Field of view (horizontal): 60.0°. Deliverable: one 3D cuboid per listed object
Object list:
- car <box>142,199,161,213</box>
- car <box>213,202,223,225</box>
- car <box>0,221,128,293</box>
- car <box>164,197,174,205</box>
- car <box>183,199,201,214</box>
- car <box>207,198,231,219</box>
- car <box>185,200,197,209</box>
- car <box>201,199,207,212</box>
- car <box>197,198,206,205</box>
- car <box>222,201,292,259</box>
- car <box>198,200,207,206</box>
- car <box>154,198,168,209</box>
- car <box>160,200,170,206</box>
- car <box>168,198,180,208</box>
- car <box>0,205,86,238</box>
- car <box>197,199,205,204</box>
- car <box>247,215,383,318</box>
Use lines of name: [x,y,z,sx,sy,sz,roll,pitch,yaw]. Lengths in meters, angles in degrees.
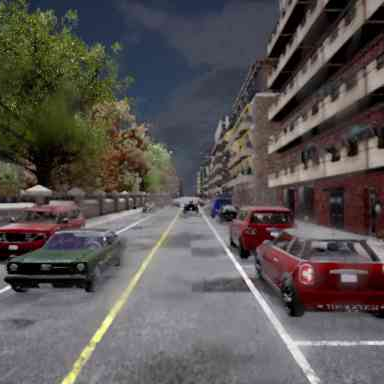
car: [-5.830,2.111,46.275,2.008,1.369,4.403,1,-1,0]
car: [3.058,1.823,27.414,1.837,1.490,4.892,0,-1,0]
car: [-3.124,1.719,9.301,1.895,1.301,4.718,0,-1,0]
car: [-5.960,2.332,84.939,2.192,1.841,5.009,1,-1,0]
car: [-0.141,1.960,43.705,1.812,1.442,4.674,0,-1,0]
car: [2.994,1.623,34.449,2.150,2.045,5.566,0,-1,0]
car: [-0.182,2.055,55.701,1.882,1.535,5.008,0,-1,0]
car: [2.550,2.071,46.474,1.752,1.417,4.829,1,-1,0]
car: [2.418,2.440,84.967,1.967,1.590,4.097,1,-1,0]
car: [2.669,1.467,13.168,2.192,1.841,5.009,1,-1,0]
car: [2.435,2.501,79.443,1.947,1.339,4.313,1,-1,0]
car: [-5.864,2.006,57.324,2.192,1.841,5.009,1,-1,0]
car: [-5.926,2.453,73.890,1.947,1.339,4.313,1,-1,0]
car: [-3.224,2.308,63.785,2.033,1.411,5.357,0,-1,0]
car: [-5.710,1.484,13.140,2.192,1.841,5.009,1,-1,0]
car: [2.397,2.610,90.487,1.887,1.381,4.507,1,-1,0]
car: [2.686,1.527,7.644,1.967,1.590,4.097,1,-1,0]
